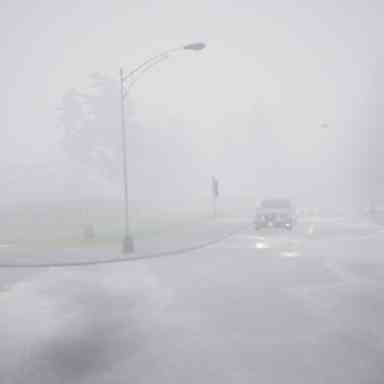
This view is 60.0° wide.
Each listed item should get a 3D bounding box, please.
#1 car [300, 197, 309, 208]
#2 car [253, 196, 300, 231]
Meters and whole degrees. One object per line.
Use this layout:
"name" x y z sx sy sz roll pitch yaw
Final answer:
"car" 15.026 1.457 45.587 2.033 1.411 5.357 -3 -1 22
"car" 5.350 1.358 21.087 2.150 2.045 5.566 -3 1 22
